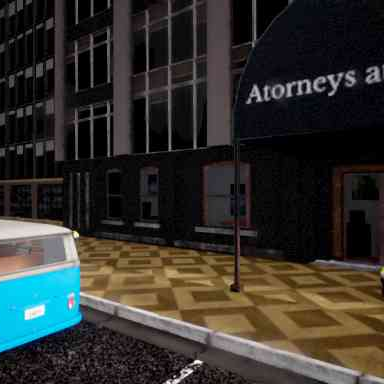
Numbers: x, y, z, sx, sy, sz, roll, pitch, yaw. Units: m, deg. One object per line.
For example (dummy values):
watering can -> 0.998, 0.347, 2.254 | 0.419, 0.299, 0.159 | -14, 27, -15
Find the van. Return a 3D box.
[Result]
van -> -3.561, 1.341, 5.438 | 3.998, 1.788, 1.690 | 0, 0, 36
